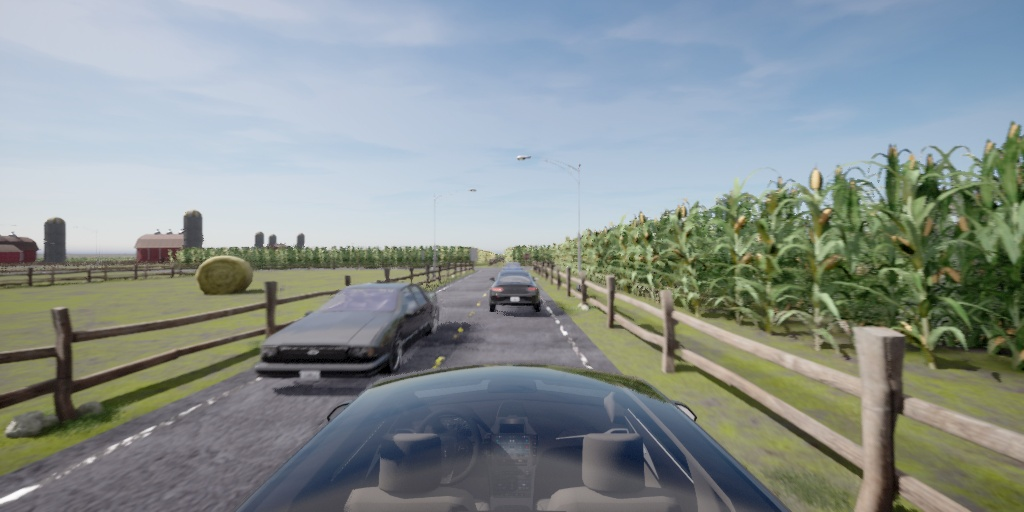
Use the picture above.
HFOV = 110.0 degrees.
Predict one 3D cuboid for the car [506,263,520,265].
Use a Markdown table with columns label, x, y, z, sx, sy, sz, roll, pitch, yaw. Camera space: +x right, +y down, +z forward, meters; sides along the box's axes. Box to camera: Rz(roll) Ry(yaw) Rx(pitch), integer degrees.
| label | x | y | z | sx | sy | sz | roll | pitch | yaw |
| --- | --- | --- | --- | --- | --- | --- | --- | --- | --- |
| car | 0.094 | 1.292 | 31.911 | 2.033 | 1.411 | 5.357 | 0 | 0 | 0 |

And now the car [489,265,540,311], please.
| label | x | y | z | sx | sy | sz | roll | pitch | yaw |
| --- | --- | --- | --- | --- | --- | --- | --- | --- | --- |
| car | 0.098 | 1.272 | 14.228 | 1.812 | 1.442 | 4.674 | 0 | 0 | 0 |

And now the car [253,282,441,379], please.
| label | x | y | z | sx | sy | sz | roll | pitch | yaw |
| --- | --- | --- | --- | --- | --- | --- | --- | --- | --- |
| car | -2.853 | 1.295 | 7.732 | 2.033 | 1.411 | 5.357 | 0 | 0 | 0 |
